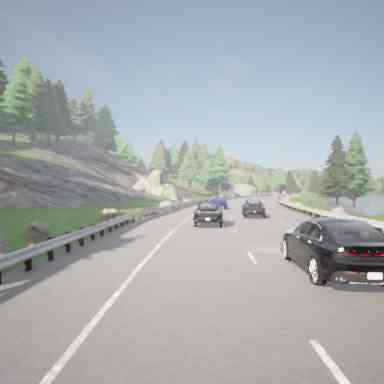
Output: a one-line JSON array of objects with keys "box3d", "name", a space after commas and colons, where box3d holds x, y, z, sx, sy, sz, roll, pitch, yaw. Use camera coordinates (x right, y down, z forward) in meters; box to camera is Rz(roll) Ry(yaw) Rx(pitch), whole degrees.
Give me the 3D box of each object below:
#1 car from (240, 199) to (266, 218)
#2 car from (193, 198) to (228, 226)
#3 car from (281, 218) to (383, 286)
[{"box3d": [5.332, 1.383, 29.215, 2.128, 1.511, 4.902, 0, 0, 6], "name": "car"}, {"box3d": [1.145, 1.405, 22.292, 2.128, 1.511, 4.902, 0, 0, 5], "name": "car"}, {"box3d": [3.846, 1.473, 9.259, 1.837, 1.490, 4.892, 0, 0, 2], "name": "car"}]
